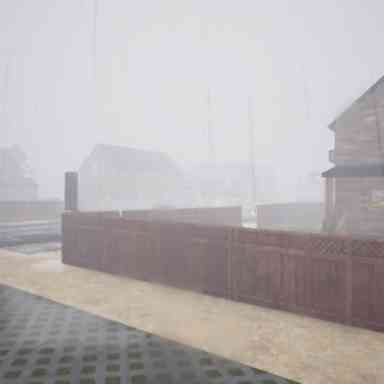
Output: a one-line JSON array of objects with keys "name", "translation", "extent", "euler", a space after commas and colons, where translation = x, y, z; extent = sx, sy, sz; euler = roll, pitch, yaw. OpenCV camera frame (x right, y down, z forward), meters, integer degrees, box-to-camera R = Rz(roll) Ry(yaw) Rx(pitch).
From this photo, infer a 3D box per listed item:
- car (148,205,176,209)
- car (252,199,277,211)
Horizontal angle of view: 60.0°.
[{"name": "car", "translation": [-2.728, 1.704, 27.124], "extent": [1.895, 1.301, 4.718], "euler": [0, 0, 35]}, {"name": "car", "translation": [9.859, 1.728, 44.770], "extent": [1.882, 1.535, 5.008], "euler": [0, 0, 36]}]
